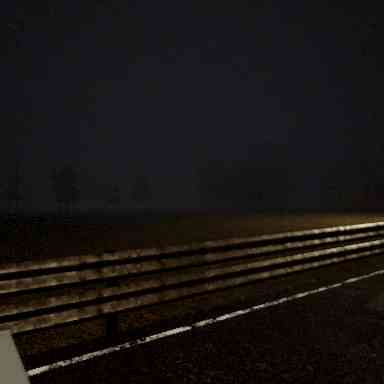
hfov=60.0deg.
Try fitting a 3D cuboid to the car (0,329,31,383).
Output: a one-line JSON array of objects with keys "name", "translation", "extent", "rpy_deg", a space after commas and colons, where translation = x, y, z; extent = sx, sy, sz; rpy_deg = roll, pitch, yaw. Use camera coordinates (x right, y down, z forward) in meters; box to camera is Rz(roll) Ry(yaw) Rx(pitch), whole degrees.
[{"name": "car", "translation": [-3.242, 1.601, 1.376], "extent": [4.718, 1.301, 1.895], "rpy_deg": [0, 0, -35]}]
